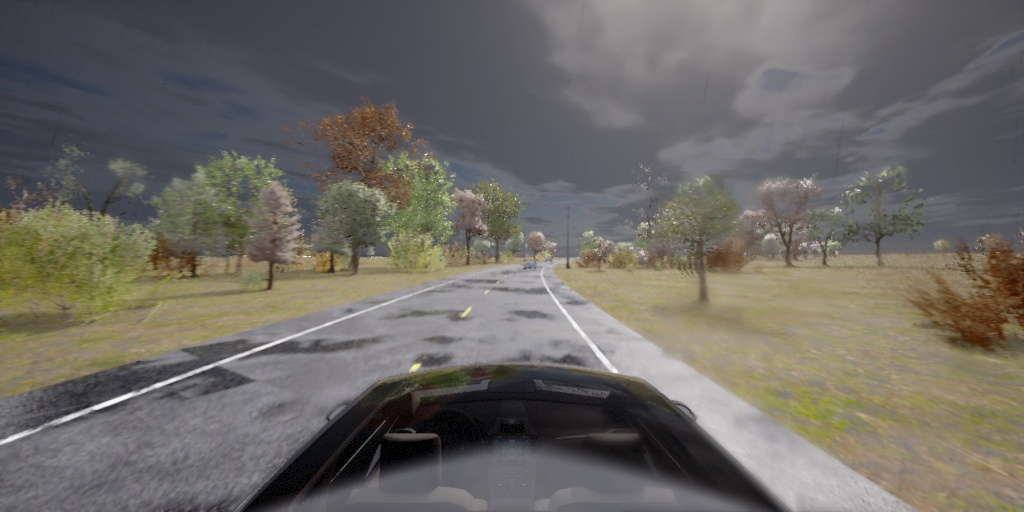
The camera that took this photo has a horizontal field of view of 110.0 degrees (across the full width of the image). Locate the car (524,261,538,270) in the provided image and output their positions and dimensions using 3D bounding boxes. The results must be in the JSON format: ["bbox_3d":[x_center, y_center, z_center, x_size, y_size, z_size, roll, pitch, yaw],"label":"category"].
[{"bbox_3d":[2.904,1.403,55.402,2.033,1.411,5.357,1,0,6],"label":"car"}]
